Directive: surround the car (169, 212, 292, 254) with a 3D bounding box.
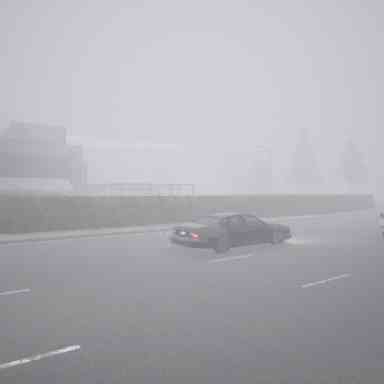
[{"bbox_3d":[1.700,1.547,13.549,5.357,1.411,2.033,0,0,-35],"label":"car"}]

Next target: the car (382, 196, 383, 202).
[{"bbox_3d":[43.534,1.595,73.115,1.895,1.301,4.718,0,0,13],"label":"car"}]

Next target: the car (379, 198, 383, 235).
[{"bbox_3d":[11.238,1.221,16.045,5.566,2.045,2.150,0,0,-35],"label":"car"}]
